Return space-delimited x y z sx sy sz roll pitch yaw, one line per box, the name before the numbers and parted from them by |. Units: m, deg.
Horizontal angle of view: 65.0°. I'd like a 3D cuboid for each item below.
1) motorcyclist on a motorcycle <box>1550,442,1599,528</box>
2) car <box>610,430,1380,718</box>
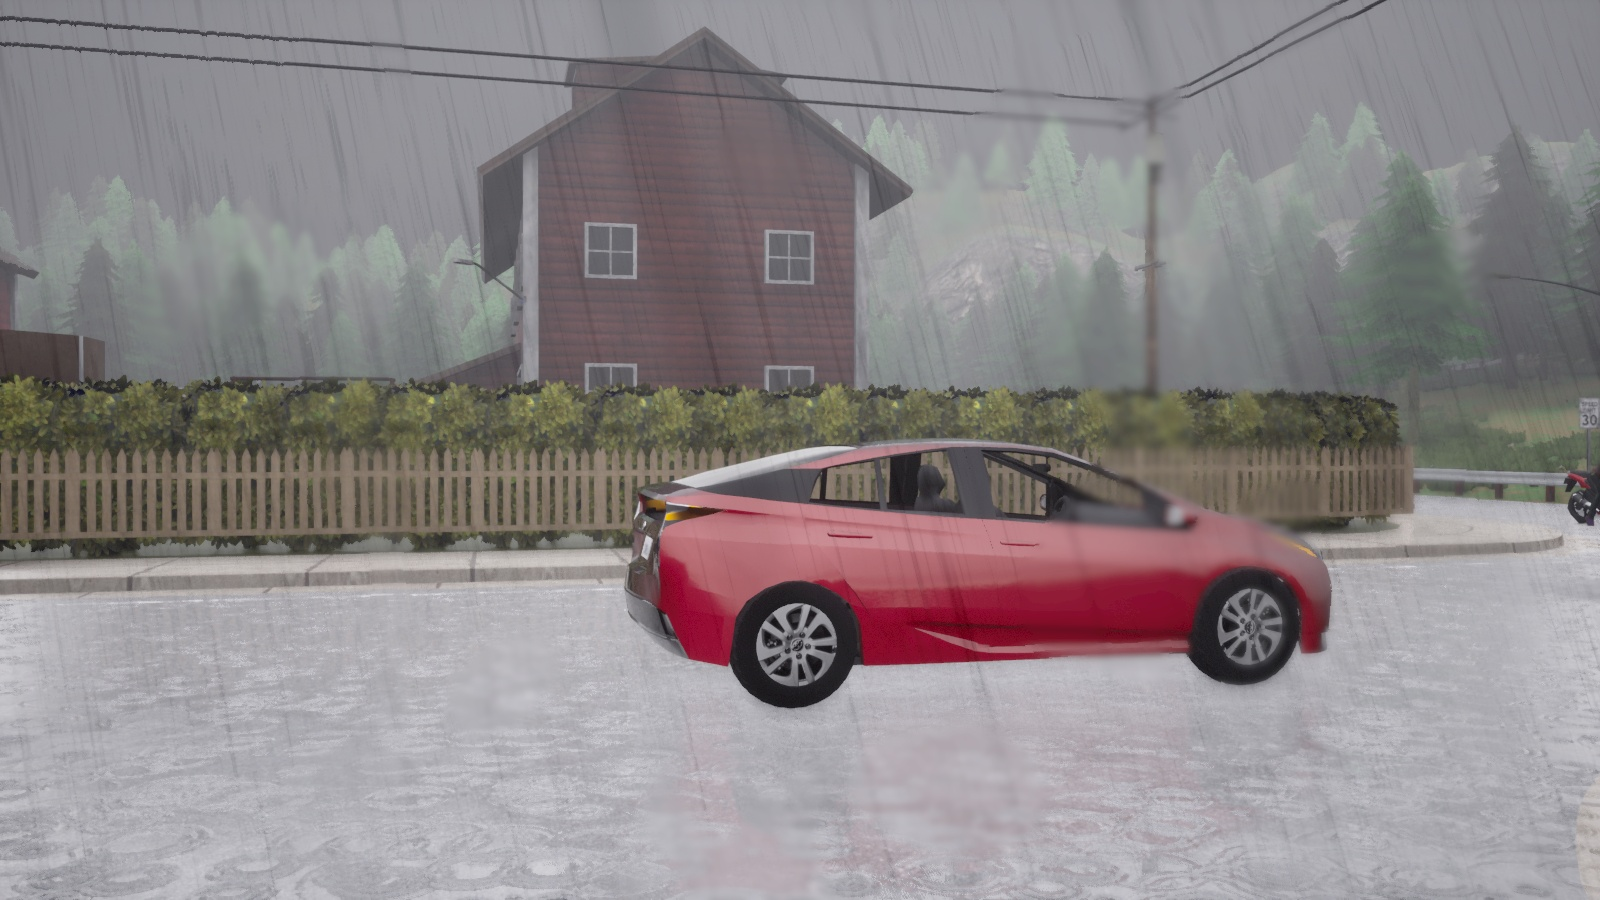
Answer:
motorcyclist on a motorcycle | 14.482 0.614 22.301 0.797 1.523 2.044 0 0 -13
car | 1.131 0.648 8.161 4.514 1.525 2.007 0 0 -14
